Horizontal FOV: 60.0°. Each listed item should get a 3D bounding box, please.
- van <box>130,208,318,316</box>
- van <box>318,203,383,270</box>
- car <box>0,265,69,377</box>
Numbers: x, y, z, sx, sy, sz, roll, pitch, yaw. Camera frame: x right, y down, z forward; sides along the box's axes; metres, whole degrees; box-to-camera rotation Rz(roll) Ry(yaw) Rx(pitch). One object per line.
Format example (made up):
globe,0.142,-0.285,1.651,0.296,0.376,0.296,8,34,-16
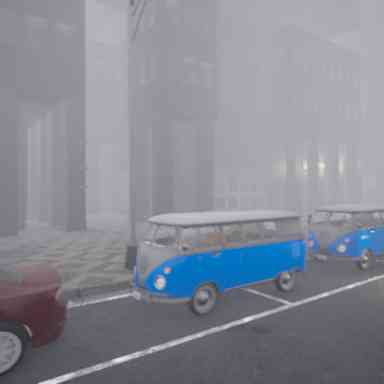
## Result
van,0.722,1.309,7.165,3.998,1.788,1.690,0,0,-36
van,5.295,1.271,10.430,3.998,1.788,1.690,0,0,-36
car,-3.849,1.551,3.902,4.507,1.381,1.887,0,0,-36
